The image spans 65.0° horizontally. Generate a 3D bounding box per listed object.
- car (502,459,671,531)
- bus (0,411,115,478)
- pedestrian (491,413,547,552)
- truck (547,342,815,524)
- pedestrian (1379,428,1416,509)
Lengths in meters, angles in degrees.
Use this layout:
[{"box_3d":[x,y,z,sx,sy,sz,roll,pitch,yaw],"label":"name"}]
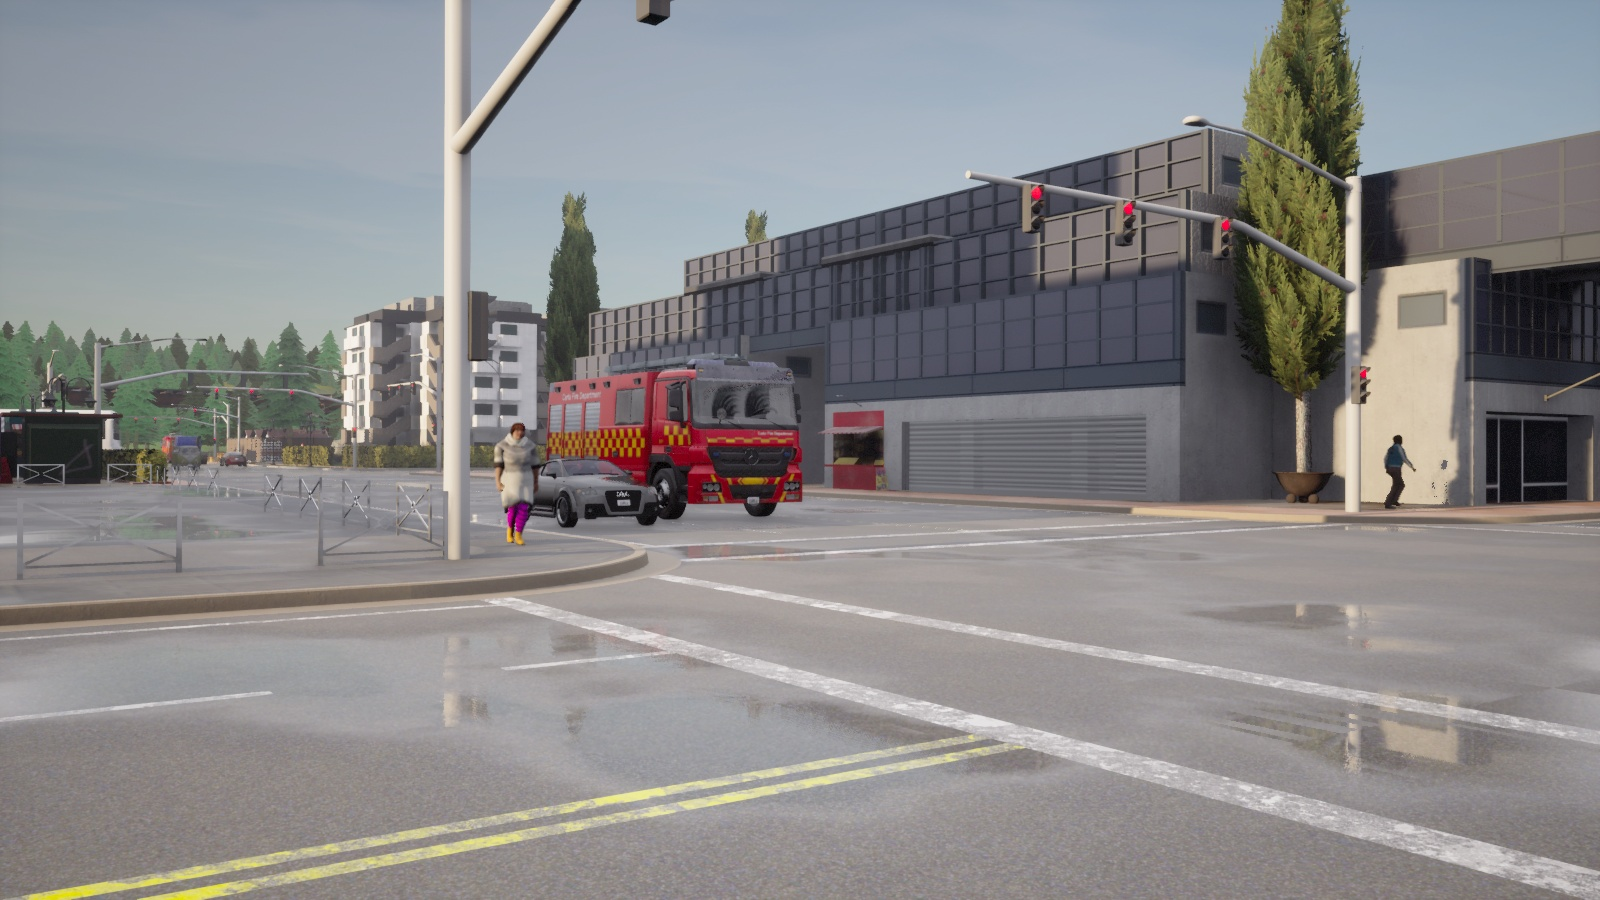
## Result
[{"box_3d":[-4.588,0.883,26.522,1.994,1.385,4.181,0,0,-34],"label":"car"},{"box_3d":[-50.958,-0.322,82.240,10.273,4.253,3.944,0,-1,-20],"label":"bus"},{"box_3d":[-4.091,0.457,18.241,0.659,1.952,0.873,0,0,-22],"label":"pedestrian"},{"box_3d":[-3.203,-0.338,30.756,2.891,3.827,8.468,0,0,-33],"label":"truck"},{"box_3d":[14.474,0.447,30.427,0.692,1.930,0.396,0,0,-10],"label":"pedestrian"}]
